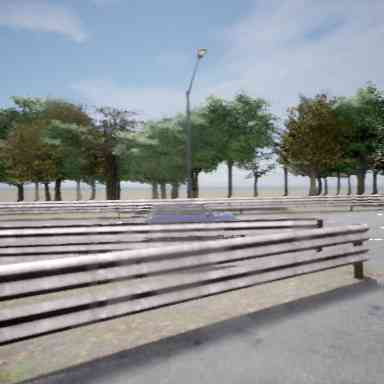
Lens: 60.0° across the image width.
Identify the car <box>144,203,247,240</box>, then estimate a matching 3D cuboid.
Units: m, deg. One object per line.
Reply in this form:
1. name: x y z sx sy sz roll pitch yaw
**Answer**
1. car: 0.101 1.259 14.895 4.553 1.767 2.097 -1 1 -8
